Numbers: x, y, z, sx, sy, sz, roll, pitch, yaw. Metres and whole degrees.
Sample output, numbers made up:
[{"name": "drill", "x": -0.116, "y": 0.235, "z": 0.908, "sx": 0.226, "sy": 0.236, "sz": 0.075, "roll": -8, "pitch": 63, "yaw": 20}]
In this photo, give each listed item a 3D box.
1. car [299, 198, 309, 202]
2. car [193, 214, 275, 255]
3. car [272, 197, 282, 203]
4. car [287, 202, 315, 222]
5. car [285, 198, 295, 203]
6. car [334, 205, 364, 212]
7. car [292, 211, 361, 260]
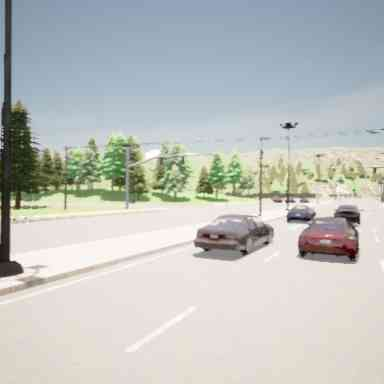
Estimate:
[{"name": "car", "x": 28.956, "y": 2.247, "z": 85.741, "sx": 1.837, "sy": 1.490, "sz": 4.892, "roll": 0, "pitch": 0, "yaw": 28}, {"name": "car", "x": 1.968, "y": 1.642, "z": 13.969, "sx": 2.033, "sy": 1.411, "sz": 5.357, "roll": 0, "pitch": 0, "yaw": 28}, {"name": "car", "x": 22.753, "y": 2.184, "z": 88.985, "sx": 1.882, "sy": 1.535, "sz": 5.008, "roll": 0, "pitch": 0, "yaw": 28}, {"name": "car", "x": 9.349, "y": 1.807, "z": 28.181, "sx": 1.994, "sy": 1.385, "sz": 4.181, "roll": 0, "pitch": 0, "yaw": 27}, {"name": "car", "x": 25.854, "y": 2.279, "z": 87.362, "sx": 1.994, "sy": 1.385, "sz": 4.181, "roll": 0, "pitch": 0, "yaw": 28}, {"name": "car", "x": 12.458, "y": 1.770, "z": 26.573, "sx": 1.837, "sy": 1.490, "sz": 4.892, "roll": 0, "pitch": 0, "yaw": 27}, {"name": "car", "x": 5.519, "y": 1.688, "z": 13.183, "sx": 1.994, "sy": 1.385, "sz": 4.181, "roll": 0, "pitch": 0, "yaw": 28}]
